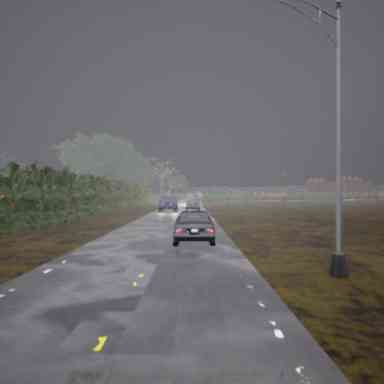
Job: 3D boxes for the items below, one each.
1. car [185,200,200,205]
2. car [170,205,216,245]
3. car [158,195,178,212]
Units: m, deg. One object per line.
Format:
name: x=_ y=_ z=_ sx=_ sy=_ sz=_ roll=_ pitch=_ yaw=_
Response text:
car: x=0.086 y=1.687 z=42.121 sx=2.033 sy=1.411 sz=5.357 roll=0 pitch=0 yaw=0
car: x=0.093 y=1.574 z=15.583 sx=2.033 sy=1.411 sz=5.357 roll=0 pitch=0 yaw=0
car: x=-2.854 y=1.353 z=40.578 sx=2.150 sy=2.045 sz=5.566 roll=0 pitch=0 yaw=0
